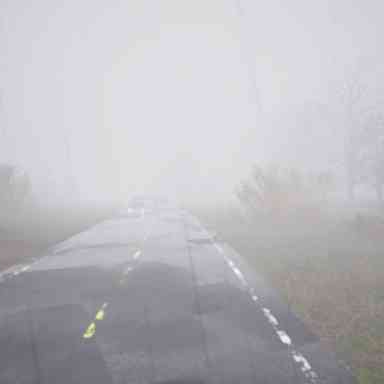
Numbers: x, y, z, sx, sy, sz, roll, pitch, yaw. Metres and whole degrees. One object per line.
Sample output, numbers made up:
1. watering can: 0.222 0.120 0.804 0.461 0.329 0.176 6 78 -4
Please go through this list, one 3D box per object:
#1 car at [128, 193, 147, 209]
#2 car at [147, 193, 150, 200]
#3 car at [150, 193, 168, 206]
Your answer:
1. car: -6.784 1.227 40.995 1.837 1.490 4.892 0 1 -9
2. car: -8.121 0.898 63.471 2.097 1.767 4.553 -1 0 -13
3. car: -4.496 1.169 46.444 1.837 1.490 4.892 0 1 -10
